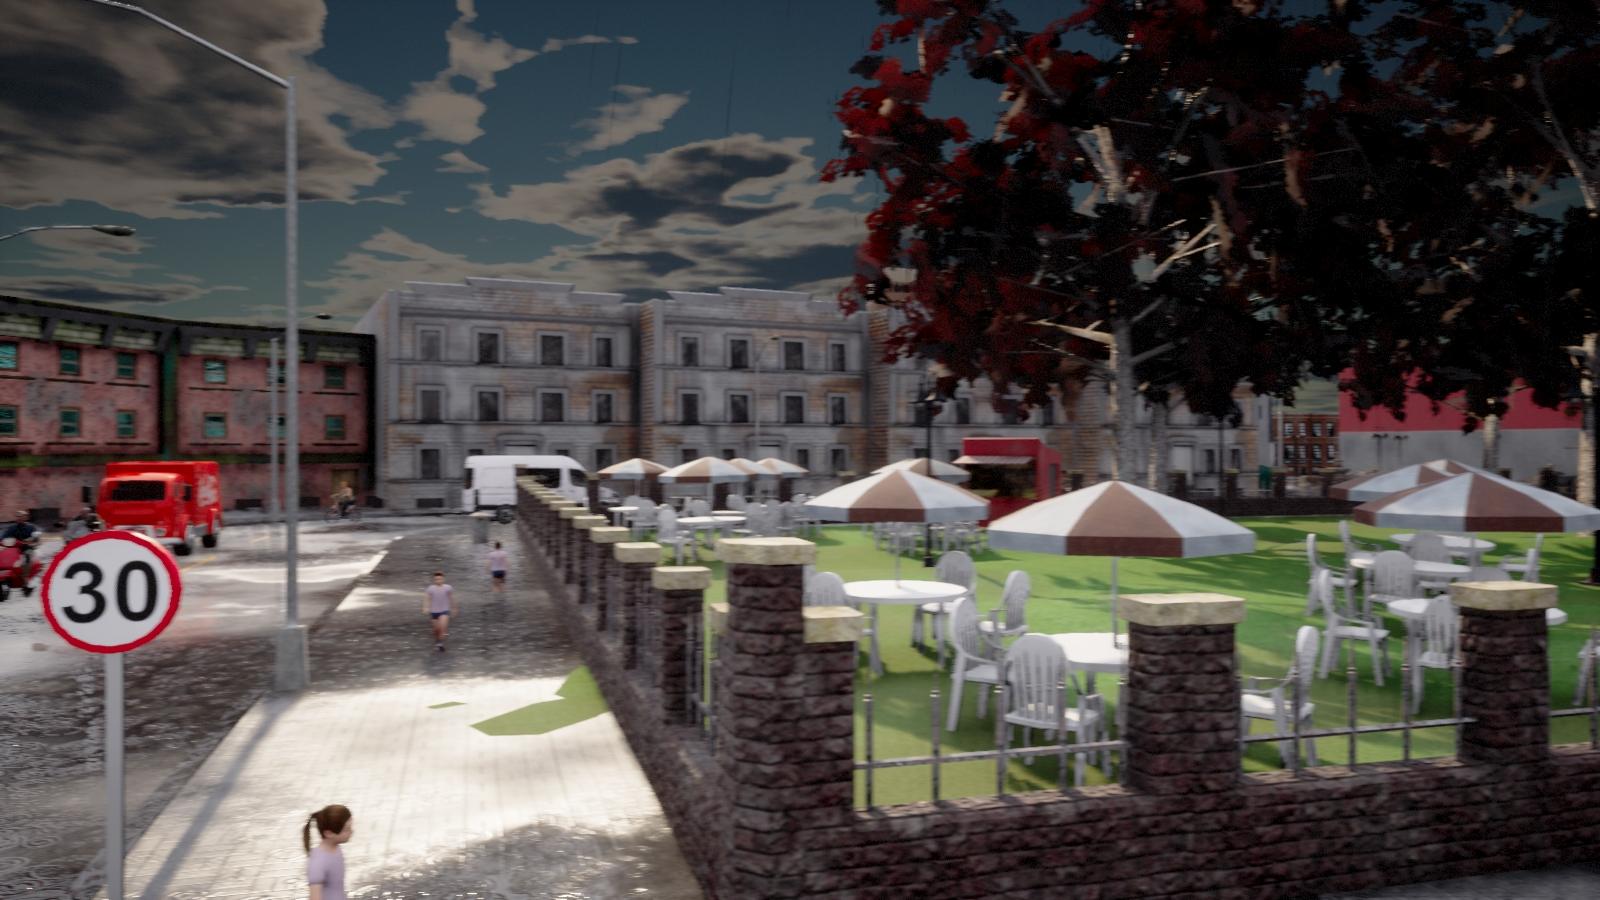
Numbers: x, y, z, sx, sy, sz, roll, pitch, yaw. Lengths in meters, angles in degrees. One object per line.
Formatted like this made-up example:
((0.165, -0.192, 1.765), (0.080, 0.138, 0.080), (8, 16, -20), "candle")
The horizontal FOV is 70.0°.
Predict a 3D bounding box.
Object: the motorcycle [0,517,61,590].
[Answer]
((-14.879, 1.946, 21.754), (0.856, 1.236, 1.805), (0, 0, -16), "motorcycle")

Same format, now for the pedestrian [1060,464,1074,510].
((10.760, 1.483, 46.072), (0.375, 1.860, 0.375), (0, 0, -31), "pedestrian")

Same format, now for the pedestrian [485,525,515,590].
((-5.297, 1.888, 20.137), (0.500, 1.100, 0.500), (0, 0, -16), "pedestrian")

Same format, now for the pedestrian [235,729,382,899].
((-2.228, 1.892, 5.223), (0.500, 1.100, 0.500), (0, 0, -7), "pedestrian")

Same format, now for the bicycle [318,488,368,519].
((-17.174, 2.005, 42.971), (0.859, 1.080, 1.487), (-1, 0, 37), "bicycle")

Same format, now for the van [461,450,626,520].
((-9.852, 1.279, 44.055), (5.915, 2.561, 1.988), (0, -1, -29), "van")

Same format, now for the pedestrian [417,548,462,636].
((-4.808, 1.885, 15.248), (0.500, 1.100, 0.500), (0, 0, -9), "pedestrian")

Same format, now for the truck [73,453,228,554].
((-17.445, 1.324, 31.035), (2.627, 2.467, 5.204), (0, 0, -17), "truck")

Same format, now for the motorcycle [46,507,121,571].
((-16.060, 1.966, 25.681), (0.867, 1.251, 2.209), (0, 0, -16), "motorcycle")
